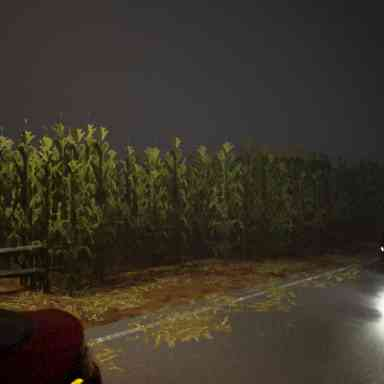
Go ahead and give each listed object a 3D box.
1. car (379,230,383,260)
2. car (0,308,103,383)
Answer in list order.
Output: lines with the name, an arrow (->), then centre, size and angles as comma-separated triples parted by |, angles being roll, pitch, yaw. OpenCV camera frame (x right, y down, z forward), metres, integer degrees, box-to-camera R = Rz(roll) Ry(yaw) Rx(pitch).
car -> 8.063, 1.225, 10.518 | 5.566, 2.045, 2.150 | 1, 0, -39
car -> -2.845, 1.526, 1.800 | 4.674, 1.442, 1.812 | 0, 0, -38
